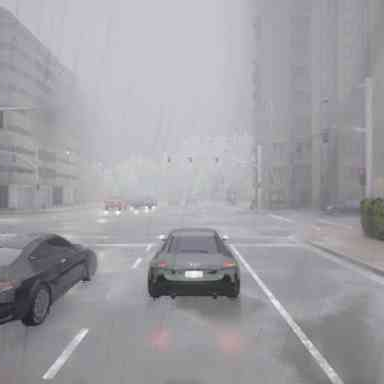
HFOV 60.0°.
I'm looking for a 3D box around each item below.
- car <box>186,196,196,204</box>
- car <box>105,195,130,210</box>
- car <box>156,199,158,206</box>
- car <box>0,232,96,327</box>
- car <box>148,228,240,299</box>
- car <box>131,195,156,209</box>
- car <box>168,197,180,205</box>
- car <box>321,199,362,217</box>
[{"bbox_3d":[-0.215,1.724,72.346,2.097,1.767,4.553,0,0,0],"label":"car"},{"bbox_3d":[-10.740,1.463,47.278,2.150,2.045,5.566,0,0,0],"label":"car"},{"bbox_3d":[-7.247,1.800,60.435,2.128,1.511,4.902,0,0,0],"label":"car"},{"bbox_3d":[-3.461,1.562,6.961,1.812,1.442,4.674,0,0,0],"label":"car"},{"bbox_3d":[0.045,1.609,8.595,1.994,1.385,4.181,0,0,0],"label":"car"},{"bbox_3d":[-7.248,1.479,50.413,2.150,2.045,5.566,0,0,0],"label":"car"},{"bbox_3d":[-3.606,1.695,67.292,2.097,1.767,4.553,0,0,0],"label":"car"},{"bbox_3d":[15.484,1.523,33.484,4.553,1.767,2.097,0,0,1],"label":"car"}]
